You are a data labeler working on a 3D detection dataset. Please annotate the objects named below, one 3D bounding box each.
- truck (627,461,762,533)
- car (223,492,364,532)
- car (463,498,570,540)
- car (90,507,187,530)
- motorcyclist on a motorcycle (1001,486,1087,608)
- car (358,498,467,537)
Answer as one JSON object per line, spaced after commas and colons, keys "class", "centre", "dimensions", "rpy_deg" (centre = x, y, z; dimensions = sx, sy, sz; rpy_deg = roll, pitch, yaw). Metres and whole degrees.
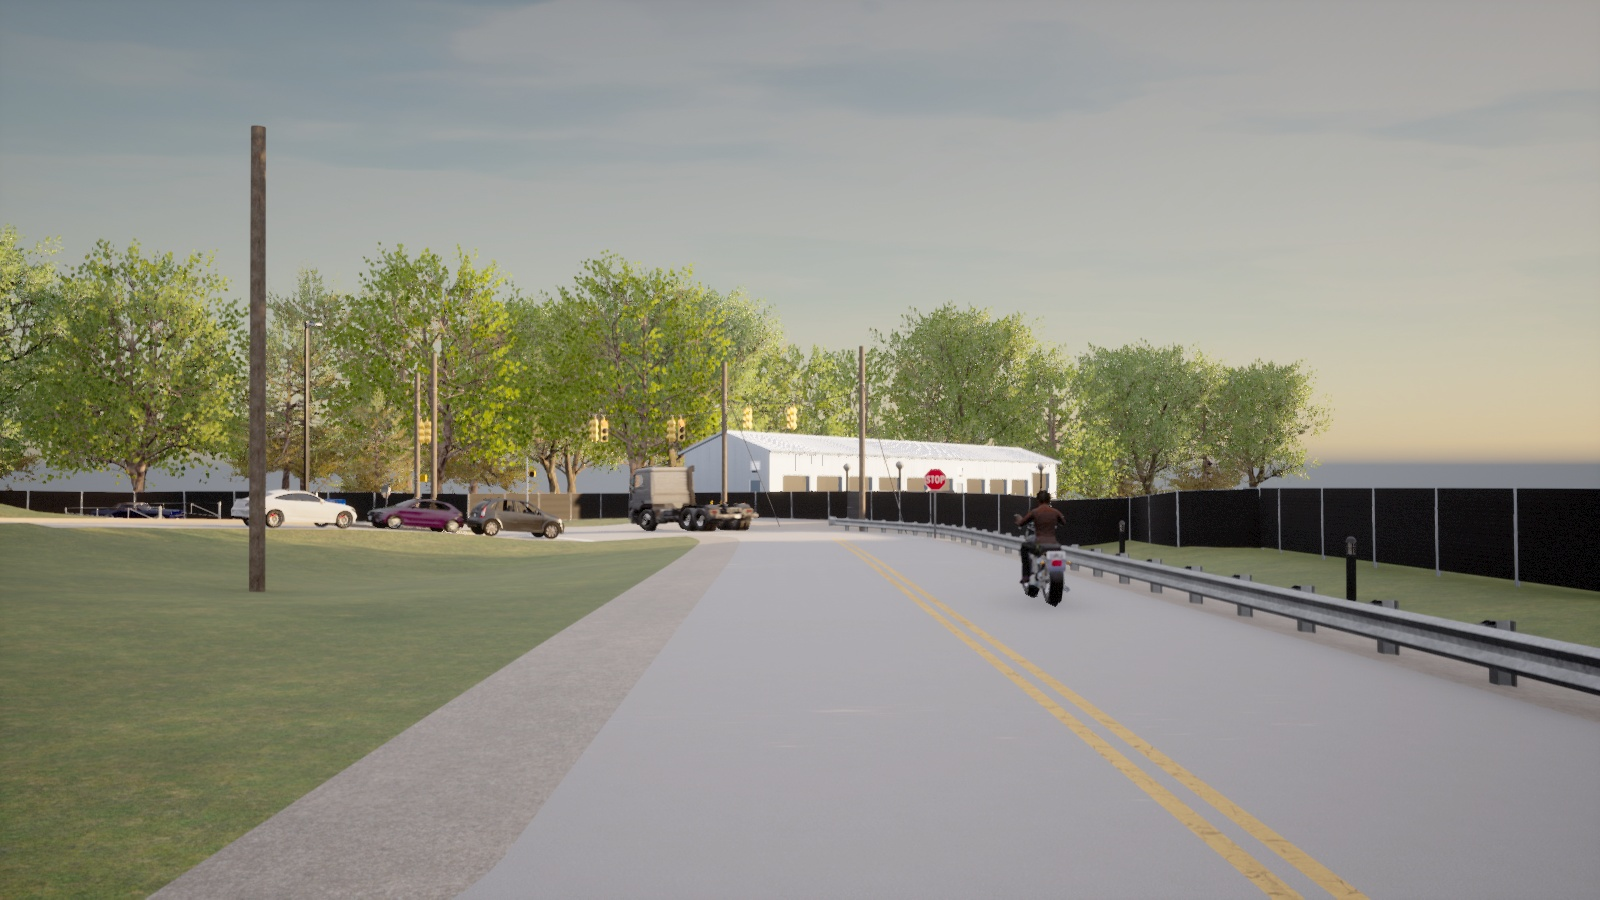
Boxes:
{"class": "truck", "centre": [-5.588, 2.479, 64.957], "dimensions": [2.891, 3.462, 7.936], "rpy_deg": [0, -3, -39]}
{"class": "car", "centre": [-19.323, 2.401, 48.089], "dimensions": [1.812, 1.442, 4.674], "rpy_deg": [-1, -4, 39]}
{"class": "car", "centre": [-12.176, 2.973, 54.004], "dimensions": [3.988, 1.617, 1.851], "rpy_deg": [5, -4, -33]}
{"class": "car", "centre": [-39.157, 4.063, 74.389], "dimensions": [4.718, 1.301, 1.895], "rpy_deg": [0, -1, -3]}
{"class": "motorcyclist on a motorcycle", "centre": [3.516, 1.370, 18.301], "dimensions": [0.766, 1.649, 2.350], "rpy_deg": [-1, -2, 0]}
{"class": "car", "centre": [-17.448, 3.056, 56.618], "dimensions": [4.193, 1.474, 1.816], "rpy_deg": [8, -7, -41]}
